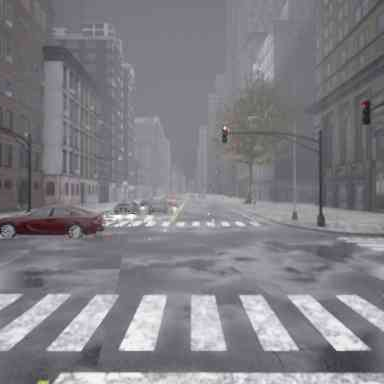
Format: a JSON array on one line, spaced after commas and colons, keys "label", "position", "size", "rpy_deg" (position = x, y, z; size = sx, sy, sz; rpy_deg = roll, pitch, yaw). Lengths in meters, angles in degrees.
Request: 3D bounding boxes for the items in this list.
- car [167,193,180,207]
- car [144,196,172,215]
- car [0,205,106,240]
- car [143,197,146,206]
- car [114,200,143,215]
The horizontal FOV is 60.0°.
[{"label": "car", "position": [-3.283, 1.284, 49.240], "size": [2.097, 1.767, 4.553], "rpy_deg": [0, 0, 0]}, {"label": "car", "position": [-3.310, 1.456, 33.620], "size": [1.837, 1.490, 4.892], "rpy_deg": [0, 0, 0]}, {"label": "car", "position": [-6.716, 1.402, 16.002], "size": [5.008, 1.535, 1.882], "rpy_deg": [1, 0, 0]}, {"label": "car", "position": [-6.533, 1.480, 49.844], "size": [2.033, 1.411, 5.357], "rpy_deg": [0, 0, 0]}, {"label": "car", "position": [-6.559, 1.515, 33.799], "size": [1.994, 1.385, 4.181], "rpy_deg": [0, 0, 0]}]
